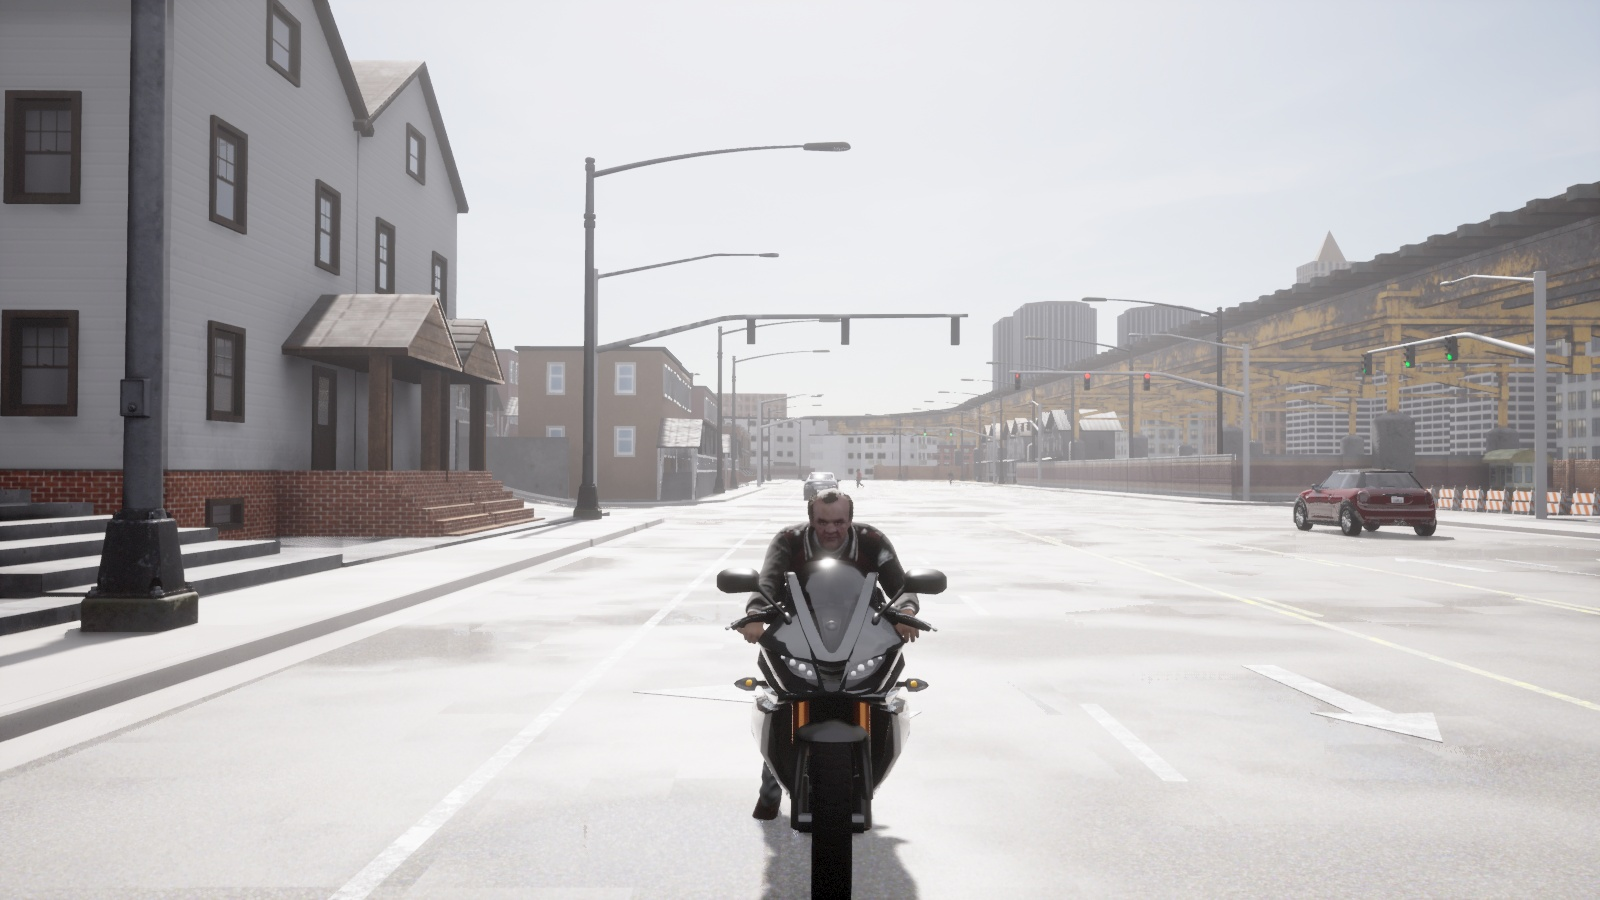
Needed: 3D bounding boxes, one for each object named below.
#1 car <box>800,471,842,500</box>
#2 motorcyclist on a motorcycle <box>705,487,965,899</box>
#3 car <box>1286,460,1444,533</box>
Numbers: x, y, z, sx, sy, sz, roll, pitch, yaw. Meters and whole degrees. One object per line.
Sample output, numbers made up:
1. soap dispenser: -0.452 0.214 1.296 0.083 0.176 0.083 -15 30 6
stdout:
1. car: 1.191 1.906 68.064 2.128 1.511 4.902 0 -1 2
2. motorcyclist on a motorcycle: 0.135 0.938 5.312 0.866 1.530 2.191 0 -1 1
3. car: 14.574 1.162 32.692 2.097 1.767 4.553 0 -1 1
